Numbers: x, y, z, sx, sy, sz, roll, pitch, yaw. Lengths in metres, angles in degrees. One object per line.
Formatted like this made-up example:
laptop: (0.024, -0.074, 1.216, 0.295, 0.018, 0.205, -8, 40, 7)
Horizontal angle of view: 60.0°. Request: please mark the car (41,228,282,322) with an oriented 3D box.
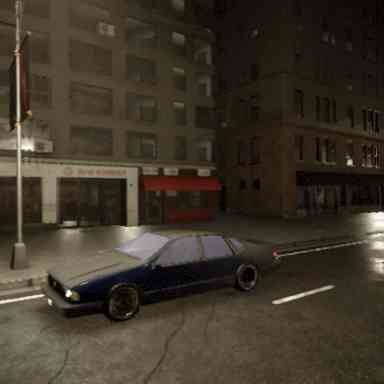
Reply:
car: (-0.332, 1.552, 7.416, 5.357, 1.411, 2.033, 0, 0, -35)
